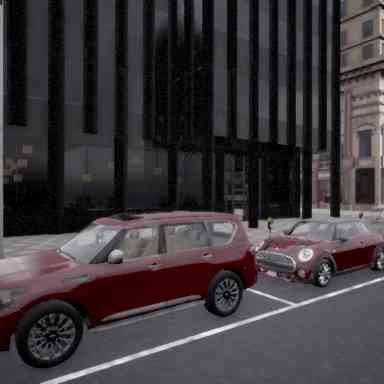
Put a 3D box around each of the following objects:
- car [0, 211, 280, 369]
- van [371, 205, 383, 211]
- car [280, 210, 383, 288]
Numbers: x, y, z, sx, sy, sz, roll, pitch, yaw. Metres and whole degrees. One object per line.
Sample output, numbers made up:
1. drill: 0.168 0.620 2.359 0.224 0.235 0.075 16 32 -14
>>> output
1. car: -1.014 1.315 5.920 5.009 1.841 2.192 0 0 -35
2. van: 8.107 1.342 12.426 3.998 1.788 1.690 0 0 -35
3. car: 3.547 1.440 9.174 4.097 1.590 1.967 0 0 -35
